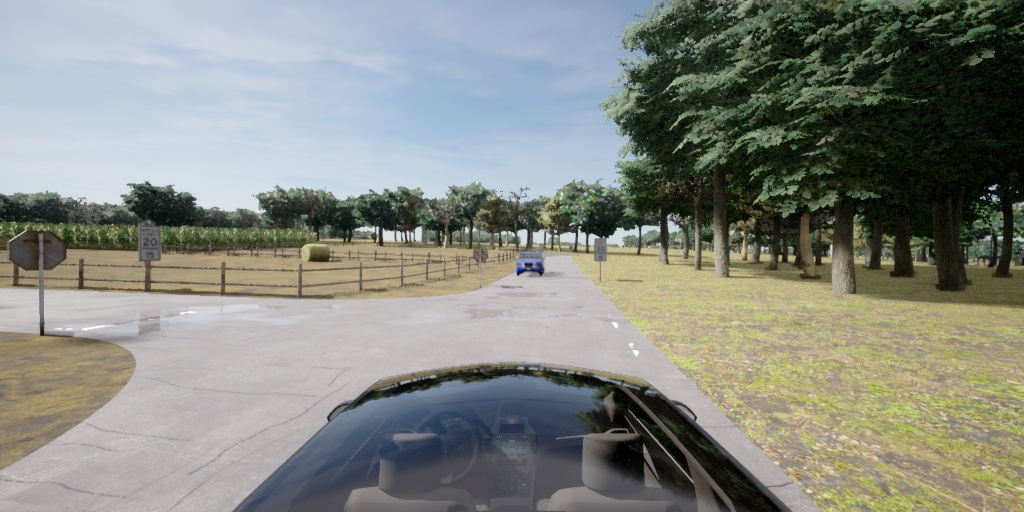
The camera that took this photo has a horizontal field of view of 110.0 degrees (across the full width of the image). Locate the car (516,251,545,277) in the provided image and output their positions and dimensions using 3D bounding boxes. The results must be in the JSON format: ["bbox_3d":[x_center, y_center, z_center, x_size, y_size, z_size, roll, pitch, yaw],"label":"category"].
[{"bbox_3d":[1.673,0.624,30.912,2.150,2.045,5.566,0,1,8],"label":"car"}]
